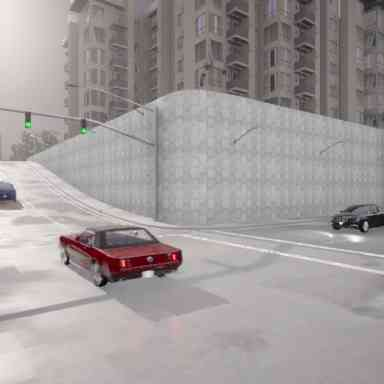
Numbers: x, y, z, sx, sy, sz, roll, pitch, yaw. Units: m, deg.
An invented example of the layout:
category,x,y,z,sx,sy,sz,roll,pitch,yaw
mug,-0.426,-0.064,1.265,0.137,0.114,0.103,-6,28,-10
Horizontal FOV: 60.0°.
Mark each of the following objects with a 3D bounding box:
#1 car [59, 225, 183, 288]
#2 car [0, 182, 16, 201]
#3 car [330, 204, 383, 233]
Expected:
category,x,y,z,sx,sy,sz,roll,pitch,yaw
car,-2.303,1.601,9.452,1.895,1.301,4.718,0,0,-36
car,-17.365,-0.202,30.383,1.882,1.535,5.008,0,9,-36
car,10.268,1.505,19.936,4.892,1.490,1.837,0,0,-36
